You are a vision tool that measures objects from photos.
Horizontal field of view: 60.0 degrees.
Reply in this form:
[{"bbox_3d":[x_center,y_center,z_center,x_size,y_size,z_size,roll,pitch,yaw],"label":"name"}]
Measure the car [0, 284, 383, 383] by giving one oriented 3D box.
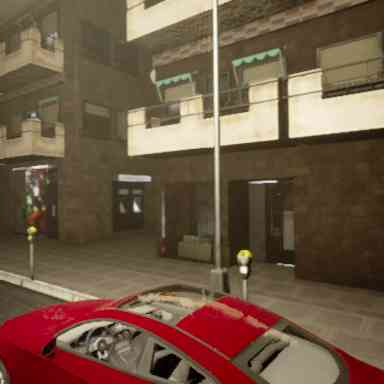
[{"bbox_3d":[-0.341,1.583,3.132,4.206,1.307,1.802,0,-1,36],"label":"car"}]
